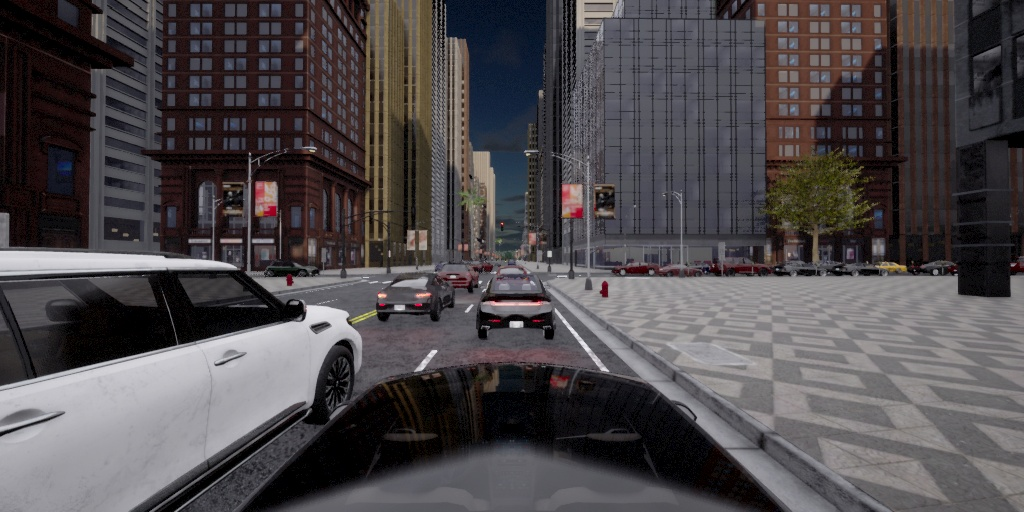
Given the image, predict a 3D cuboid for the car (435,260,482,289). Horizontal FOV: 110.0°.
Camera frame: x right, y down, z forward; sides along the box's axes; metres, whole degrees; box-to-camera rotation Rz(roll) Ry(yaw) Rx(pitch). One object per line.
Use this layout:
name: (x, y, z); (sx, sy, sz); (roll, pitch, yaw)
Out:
car: (-3.164, 1.142, 21.356); (2.097, 1.767, 4.553); (0, 0, 0)

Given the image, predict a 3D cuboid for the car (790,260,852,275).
car: (33.566, 1.251, 38.998); (4.902, 1.511, 2.128); (0, -1, -1)

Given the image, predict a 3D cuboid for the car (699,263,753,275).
car: (23.156, 1.389, 38.835); (4.718, 1.301, 1.895); (0, -1, -1)

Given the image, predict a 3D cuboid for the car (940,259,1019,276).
car: (43.481, 1.214, 33.395); (4.507, 1.381, 1.888); (0, 0, -1)

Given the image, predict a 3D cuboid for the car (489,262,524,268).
car: (-0.014, 1.260, 19.567); (1.882, 1.535, 5.008); (0, 0, 0)

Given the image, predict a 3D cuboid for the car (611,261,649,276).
car: (13.239, 1.299, 38.687); (5.008, 1.535, 1.882); (0, -1, -2)

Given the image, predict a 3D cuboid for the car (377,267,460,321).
car: (-3.158, 1.288, 12.376); (1.812, 1.442, 4.674); (0, 0, 0)

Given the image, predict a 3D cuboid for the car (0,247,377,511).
car: (-3.155, 0.972, 2.597); (2.150, 2.045, 5.566); (0, 0, 0)

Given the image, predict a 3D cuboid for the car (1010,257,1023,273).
car: (49.119, 0.973, 33.486); (5.009, 1.841, 2.192); (0, 0, -1)

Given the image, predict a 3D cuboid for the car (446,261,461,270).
car: (-9.872, 1.557, 60.833); (1.812, 1.442, 4.674); (0, 0, 0)

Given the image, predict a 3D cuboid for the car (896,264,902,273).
car: (43.178, 1.296, 41.915); (4.829, 1.417, 1.751); (0, 0, -1)

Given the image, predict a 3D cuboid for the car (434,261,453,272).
car: (-9.876, 1.495, 51.910); (1.812, 1.442, 4.674); (0, 0, 0)

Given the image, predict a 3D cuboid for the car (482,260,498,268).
car: (-3.901, 1.274, 44.653); (2.097, 1.767, 4.553); (0, 0, 18)

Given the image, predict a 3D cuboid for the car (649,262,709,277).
car: (15.292, 1.327, 32.935); (4.207, 1.307, 1.802); (0, 0, -1)

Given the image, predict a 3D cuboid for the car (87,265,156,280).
car: (-37.982, 1.598, 34.938); (4.718, 1.301, 1.895); (0, -1, 1)

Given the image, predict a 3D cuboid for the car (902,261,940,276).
car: (42.828, 1.206, 36.010); (4.892, 1.490, 1.837); (0, -1, -1)

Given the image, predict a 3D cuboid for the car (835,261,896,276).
car: (32.205, 1.260, 33.210); (4.313, 1.339, 1.948); (0, 0, -1)

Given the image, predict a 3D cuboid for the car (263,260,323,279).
car: (-21.299, 1.273, 34.951); (4.553, 1.767, 2.097); (0, -1, 0)

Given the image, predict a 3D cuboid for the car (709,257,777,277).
car: (20.931, 1.041, 33.027); (5.009, 1.841, 2.192); (0, 0, -1)

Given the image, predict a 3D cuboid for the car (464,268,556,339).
car: (0.093, 1.248, 10.066); (2.128, 1.511, 4.902); (0, 0, 0)

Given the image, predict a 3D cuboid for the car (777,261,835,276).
car: (26.568, 1.276, 33.118); (4.313, 1.339, 1.948); (0, 0, -1)
